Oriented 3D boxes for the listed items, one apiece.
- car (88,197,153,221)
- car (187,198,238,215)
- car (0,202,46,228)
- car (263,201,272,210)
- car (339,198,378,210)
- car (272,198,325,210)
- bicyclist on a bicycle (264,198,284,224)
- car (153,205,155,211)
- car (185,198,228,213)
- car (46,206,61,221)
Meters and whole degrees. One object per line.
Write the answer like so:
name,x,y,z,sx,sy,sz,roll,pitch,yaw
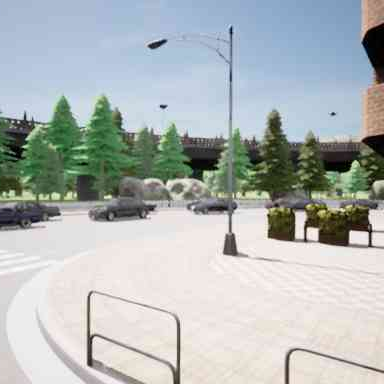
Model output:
car,-5.574,1.201,25.405,2.097,1.767,4.553,0,0,41
car,2.170,1.352,32.301,4.902,1.511,2.128,0,0,-31
car,-11.030,1.447,18.541,1.895,1.301,4.718,0,0,36
car,10.741,1.399,39.524,4.674,1.442,1.812,0,0,-13
car,20.282,1.472,40.554,4.181,1.385,1.994,0,0,2
car,11.944,1.435,36.463,5.357,1.411,2.033,0,0,-12
bicyclist on a bicycle,5.039,1.208,19.954,0.582,1.620,1.656,0,0,-44
car,-5.761,1.434,30.433,4.718,1.301,1.895,0,0,-44
car,1.555,1.411,35.862,4.181,1.385,1.994,0,0,-29
car,-11.909,1.377,23.073,2.033,1.411,5.357,0,0,37
